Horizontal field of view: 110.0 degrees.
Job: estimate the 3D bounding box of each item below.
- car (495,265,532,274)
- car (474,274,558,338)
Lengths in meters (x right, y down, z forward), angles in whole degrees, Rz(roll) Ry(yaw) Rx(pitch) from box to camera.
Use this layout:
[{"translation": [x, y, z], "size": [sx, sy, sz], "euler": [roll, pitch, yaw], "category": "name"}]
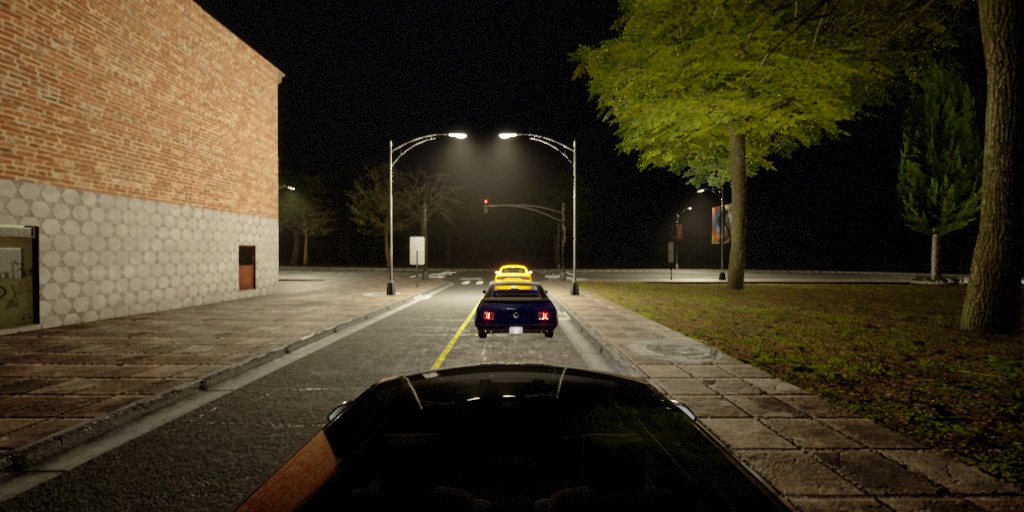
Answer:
[{"translation": [0.091, 1.254, 19.486], "size": [1.882, 1.535, 5.008], "euler": [0, 0, 1], "category": "car"}, {"translation": [0.094, 1.356, 10.141], "size": [1.895, 1.301, 4.718], "euler": [0, 0, 0], "category": "car"}]
